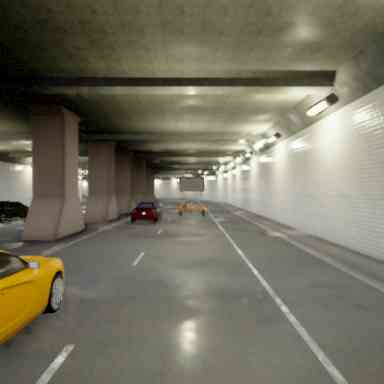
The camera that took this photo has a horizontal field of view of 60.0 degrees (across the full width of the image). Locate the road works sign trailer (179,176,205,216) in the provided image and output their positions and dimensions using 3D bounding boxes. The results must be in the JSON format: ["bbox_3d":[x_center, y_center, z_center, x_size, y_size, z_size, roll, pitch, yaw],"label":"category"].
[{"bbox_3d":[-0.003,0.347,30.453,2.380,3.560,2.880,0,0,0],"label":"road works sign trailer"}]

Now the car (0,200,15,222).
[{"bbox_3d":[-14.099,1.409,24.814,1.837,1.490,4.892,0,0,0],"label":"car"}]

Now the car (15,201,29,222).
[{"bbox_3d":[-10.600,1.383,24.547,1.882,1.535,5.008,0,0,0],"label":"car"}]

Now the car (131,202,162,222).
[{"bbox_3d":[-3.404,1.466,25.486,1.994,1.385,4.181,0,0,0],"label":"car"}]

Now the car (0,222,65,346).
[{"bbox_3d":[-3.401,1.460,4.523,1.882,1.535,5.008,0,0,0],"label":"car"}]
